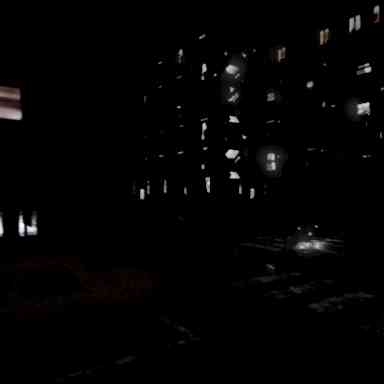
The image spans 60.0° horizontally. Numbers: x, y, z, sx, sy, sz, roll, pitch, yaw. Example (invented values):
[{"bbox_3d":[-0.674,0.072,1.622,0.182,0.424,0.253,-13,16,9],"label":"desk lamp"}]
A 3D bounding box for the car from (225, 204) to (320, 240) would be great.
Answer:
[{"bbox_3d":[4.109,1.617,18.081,2.033,1.411,5.357,0,0,-36],"label":"car"}]

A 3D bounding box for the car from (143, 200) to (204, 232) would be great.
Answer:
[{"bbox_3d":[-1.031,1.502,20.598,1.967,1.590,4.097,0,0,-36],"label":"car"}]

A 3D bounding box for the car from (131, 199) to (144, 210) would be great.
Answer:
[{"bbox_3d":[-7.513,1.571,43.839,1.887,1.381,4.507,0,0,-36],"label":"car"}]

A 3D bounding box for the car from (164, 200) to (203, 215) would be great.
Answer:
[{"bbox_3d":[-0.972,1.558,34.806,1.752,1.417,4.829,0,0,-36],"label":"car"}]

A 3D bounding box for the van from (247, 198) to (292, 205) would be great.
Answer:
[{"bbox_3d":[5.769,1.390,25.497,1.690,1.788,3.998,0,0,-36],"label":"van"}]

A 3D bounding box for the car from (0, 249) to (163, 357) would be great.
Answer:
[{"bbox_3d":[-2.757,1.527,4.600,4.829,1.417,1.752,0,-1,-35],"label":"car"}]
